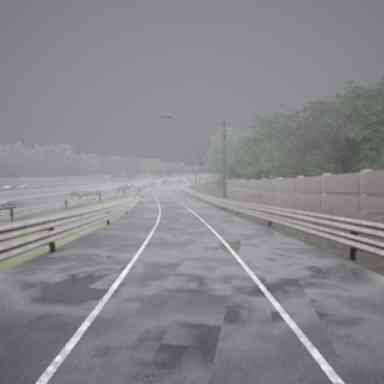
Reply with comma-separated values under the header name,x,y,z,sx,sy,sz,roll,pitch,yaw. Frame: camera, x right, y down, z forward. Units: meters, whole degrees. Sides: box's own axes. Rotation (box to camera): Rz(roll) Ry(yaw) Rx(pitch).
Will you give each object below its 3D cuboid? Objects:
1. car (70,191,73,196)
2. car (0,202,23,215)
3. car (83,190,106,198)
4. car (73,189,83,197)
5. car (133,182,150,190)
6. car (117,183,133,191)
name,x,y,z,sx,sy,sz,roll,pitch,yaw
car,-23.906,0.086,70.639,1.895,1.301,4.718,0,4,10
car,-22.363,1.930,39.901,1.812,1.442,4.674,0,4,10
car,-18.090,0.379,63.472,2.033,1.411,5.357,0,4,10
car,-21.178,0.237,66.060,1.994,1.385,4.181,0,4,10
car,-13.420,-1.183,89.243,1.994,1.385,4.181,0,4,10
car,-17.622,-1.164,85.675,2.097,1.767,4.553,0,4,10
